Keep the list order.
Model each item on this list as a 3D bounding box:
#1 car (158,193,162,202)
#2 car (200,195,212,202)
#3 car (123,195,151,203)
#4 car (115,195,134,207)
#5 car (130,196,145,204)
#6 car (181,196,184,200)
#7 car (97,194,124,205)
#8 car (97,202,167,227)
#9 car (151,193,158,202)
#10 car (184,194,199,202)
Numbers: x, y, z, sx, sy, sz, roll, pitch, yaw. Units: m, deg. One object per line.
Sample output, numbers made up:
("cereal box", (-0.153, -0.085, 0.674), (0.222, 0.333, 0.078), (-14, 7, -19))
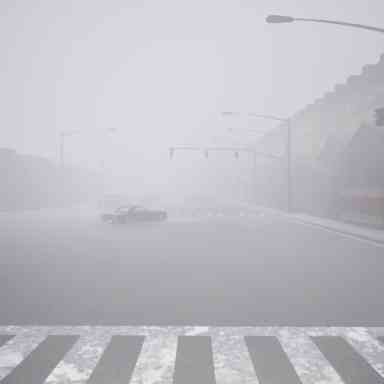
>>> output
("car", (-7.097, 1.217, 65.230), (2.150, 2.045, 5.566), (0, 0, 1))
("car", (3.399, 1.546, 73.968), (1.994, 1.385, 4.181), (0, 0, -3))
("car", (-7.118, 1.491, 43.558), (2.128, 1.511, 4.902), (0, 0, 0))
("car", (-10.618, 1.351, 52.839), (2.097, 1.767, 4.553), (0, 0, 0))
("car", (-10.594, 1.489, 65.174), (2.128, 1.511, 4.902), (0, 0, 1))
("car", (-1.256, 1.371, 82.734), (1.837, 1.490, 4.892), (0, 0, -17))
("car", (-10.605, 1.221, 43.309), (2.150, 2.045, 5.566), (0, 0, 2))
("car", (-3.862, 1.600, 22.960), (1.895, 1.301, 4.718), (0, 0, 39))
("car", (-7.124, 1.351, 52.503), (2.097, 1.767, 4.553), (0, 0, 0))
("car", (-0.086, 1.489, 72.643), (1.837, 1.490, 4.892), (0, 0, -3))
